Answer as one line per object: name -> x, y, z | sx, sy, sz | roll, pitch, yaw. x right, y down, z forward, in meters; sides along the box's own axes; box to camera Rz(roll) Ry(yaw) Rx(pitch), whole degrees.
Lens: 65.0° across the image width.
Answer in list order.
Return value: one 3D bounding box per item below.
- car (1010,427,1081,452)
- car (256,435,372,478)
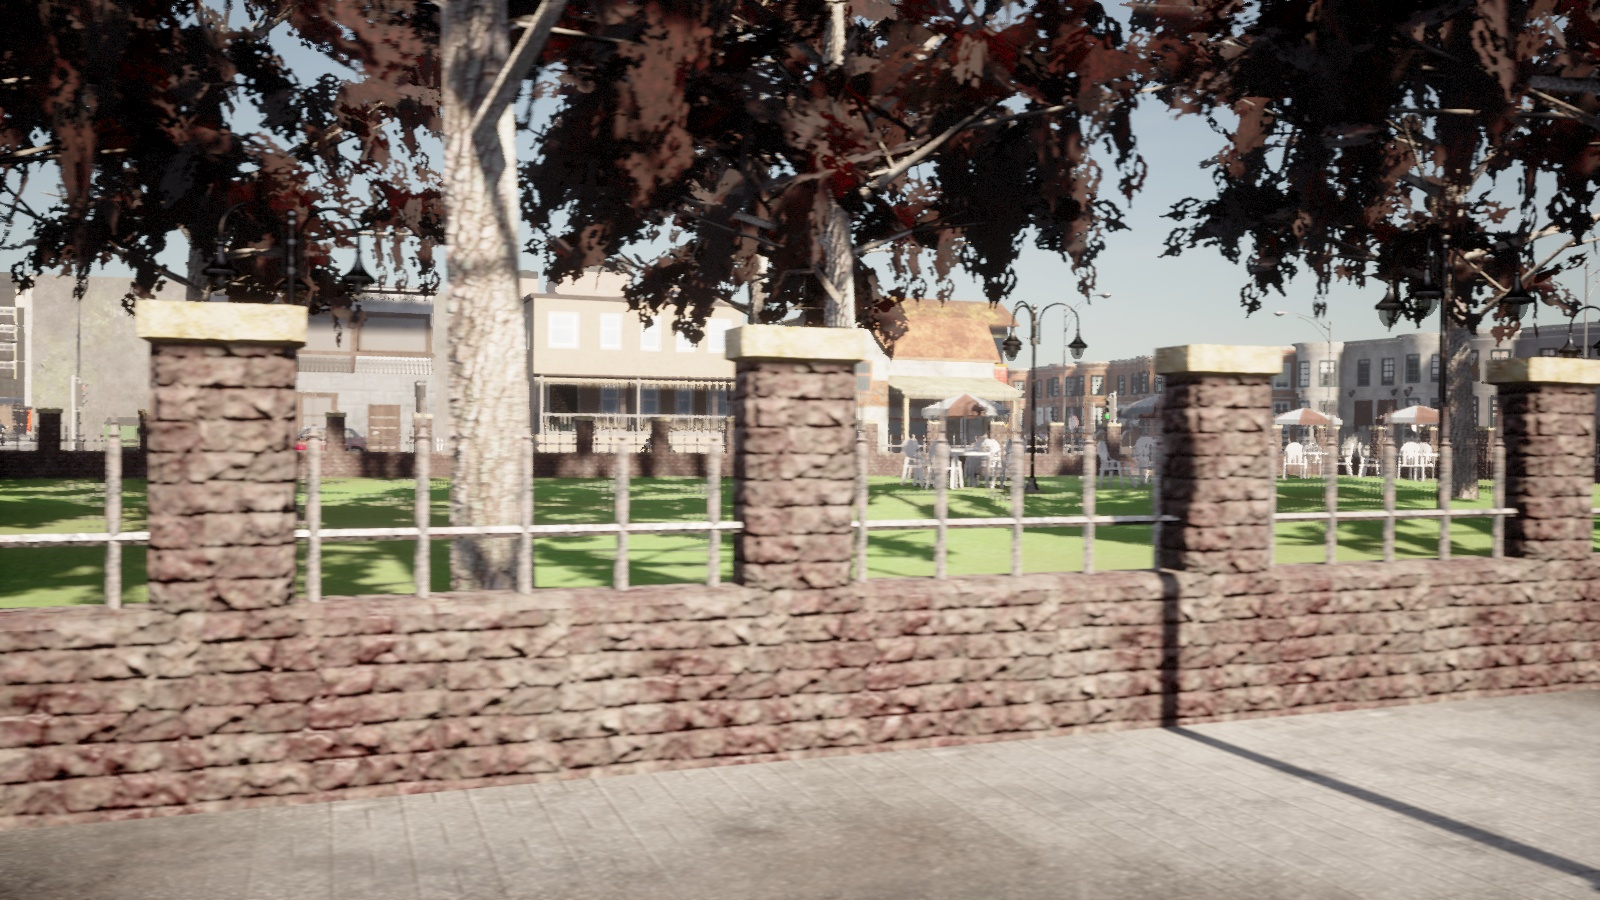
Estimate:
car -> 15.388, -0.699, 79.109 | 2.128, 1.511, 4.902 | -1, 1, -20
car -> -17.579, 0.213, 45.528 | 3.806, 1.475, 1.970 | -1, 1, -20
